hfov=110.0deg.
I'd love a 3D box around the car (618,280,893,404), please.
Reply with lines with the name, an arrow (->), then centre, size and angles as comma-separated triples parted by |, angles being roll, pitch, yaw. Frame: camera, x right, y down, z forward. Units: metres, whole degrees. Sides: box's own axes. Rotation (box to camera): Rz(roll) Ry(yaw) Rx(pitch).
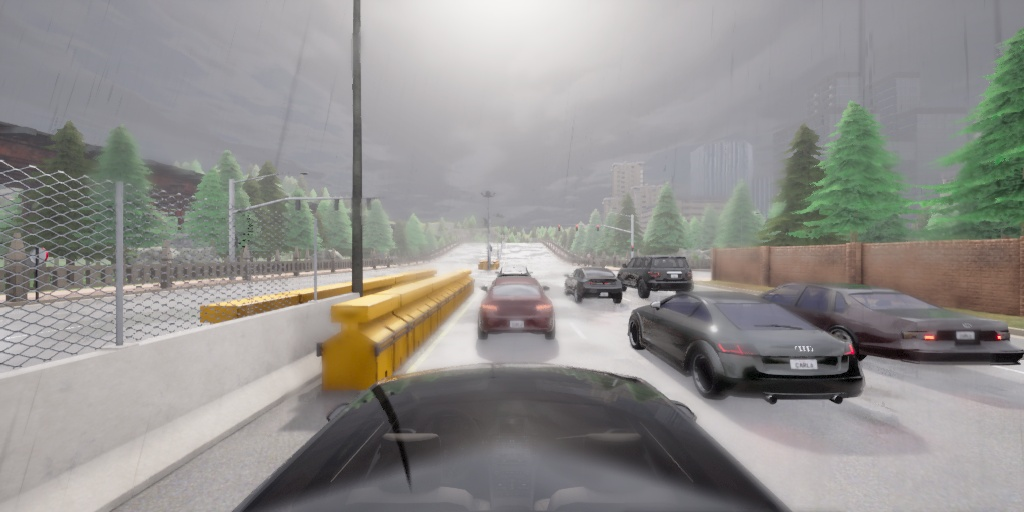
car -> 3.604, 1.314, 6.458 | 1.994, 1.385, 4.181 | 0, 0, -1

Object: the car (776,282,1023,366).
car -> 7.103, 1.297, 8.124 | 2.033, 1.411, 5.357 | 0, 0, 0

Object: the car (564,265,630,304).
car -> 3.605, 1.255, 16.424 | 1.837, 1.490, 4.892 | 0, 0, 0

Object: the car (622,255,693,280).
car -> 7.105, 0.972, 18.366 | 2.150, 2.045, 5.566 | 0, 0, 0

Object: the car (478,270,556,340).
car -> 0.104, 1.276, 9.884 | 1.812, 1.442, 4.674 | 0, 0, 0

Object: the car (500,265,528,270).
car -> 0.107, 1.241, 19.130 | 2.128, 1.511, 4.902 | 0, 0, 0
